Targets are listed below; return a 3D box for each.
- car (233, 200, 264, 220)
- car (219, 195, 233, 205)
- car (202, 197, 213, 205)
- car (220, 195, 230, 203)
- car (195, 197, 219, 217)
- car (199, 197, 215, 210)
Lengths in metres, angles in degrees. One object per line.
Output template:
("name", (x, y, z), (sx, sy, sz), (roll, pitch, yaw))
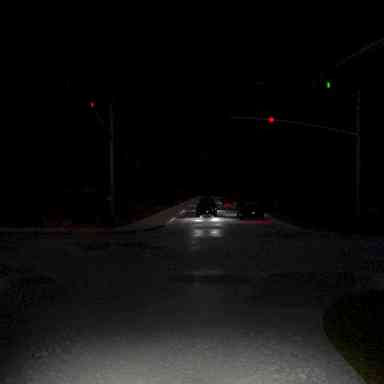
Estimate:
("car", (4.837, 1.443, 28.029), (1.882, 1.535, 5.008), (0, 0, 3))
("car", (6.341, 1.566, 59.053), (1.895, 1.301, 4.718), (0, 0, 3))
("car", (2.790, 1.530, 58.952), (1.994, 1.385, 4.181), (0, 0, 3))
("car", (6.824, 1.470, 69.014), (1.837, 1.490, 4.892), (0, 0, 3))
("car", (1.378, 1.470, 31.034), (1.837, 1.490, 4.892), (0, 0, 3))
("car", (1.935, 1.471, 42.454), (1.837, 1.490, 4.892), (0, 0, 3))
